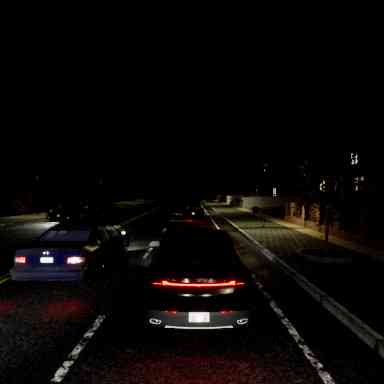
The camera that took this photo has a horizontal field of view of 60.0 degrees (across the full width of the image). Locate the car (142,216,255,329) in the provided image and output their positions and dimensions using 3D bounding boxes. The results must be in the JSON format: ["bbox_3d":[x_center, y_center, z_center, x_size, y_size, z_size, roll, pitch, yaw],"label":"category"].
[{"bbox_3d":[0.099,1.507,7.076,1.837,1.490,4.892,0,0,0],"label":"car"}]

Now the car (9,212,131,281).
[{"bbox_3d":[-3.191,1.550,9.851,2.033,1.411,5.357,0,0,0],"label":"car"}]

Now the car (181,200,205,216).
[{"bbox_3d":[0.100,1.518,29.787,1.837,1.490,4.892,0,0,0],"label":"car"}]

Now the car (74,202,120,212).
[{"bbox_3d":[-6.597,1.487,24.212,1.882,1.535,5.008,0,0,0],"label":"car"}]

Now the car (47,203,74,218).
[{"bbox_3d":[-9.845,1.574,26.473,1.994,1.385,4.181,0,0,0],"label":"car"}]
